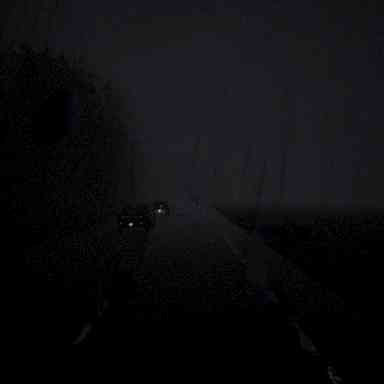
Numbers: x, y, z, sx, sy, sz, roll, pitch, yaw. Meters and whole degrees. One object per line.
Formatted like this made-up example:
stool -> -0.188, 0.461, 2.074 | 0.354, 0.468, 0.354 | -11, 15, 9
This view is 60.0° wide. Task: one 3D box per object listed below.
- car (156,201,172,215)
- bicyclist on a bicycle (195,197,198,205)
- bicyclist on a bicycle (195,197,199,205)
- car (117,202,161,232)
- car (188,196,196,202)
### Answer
car -> -3.405, 1.739, 37.488 | 1.837, 1.490, 4.892 | 0, 0, 0
bicyclist on a bicycle -> 0.959, 1.889, 69.801 | 0.582, 1.620, 1.656 | 0, -1, 0
bicyclist on a bicycle -> 0.960, 1.752, 61.065 | 0.659, 1.776, 1.843 | 0, 0, 0
car -> -3.400, 1.623, 20.981 | 2.128, 1.511, 4.902 | 0, 0, 0
car -> -0.004, 1.763, 85.981 | 2.097, 1.767, 4.553 | 0, 0, 0
